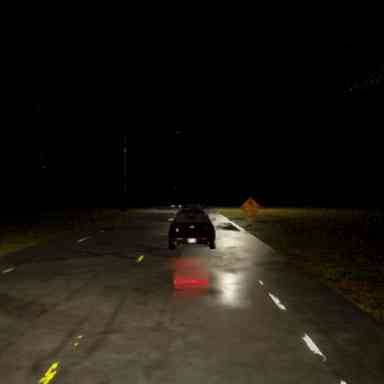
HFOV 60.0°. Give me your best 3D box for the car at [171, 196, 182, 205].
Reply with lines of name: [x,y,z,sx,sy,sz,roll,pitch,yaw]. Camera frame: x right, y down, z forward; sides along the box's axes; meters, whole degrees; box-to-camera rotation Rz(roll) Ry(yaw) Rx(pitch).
car: [-3.500,2.023,76.725,2.150,2.045,5.566,0,-1,0]

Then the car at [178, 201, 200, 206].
car: [0.000,1.777,29.685,1.895,1.301,4.718,0,0,0]

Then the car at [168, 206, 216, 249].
car: [0.000,1.555,14.656,1.837,1.490,4.892,0,0,0]

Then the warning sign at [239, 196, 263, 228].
warning sign: [3.555,1.197,20.198,1.300,1.860,1.060,0,0,0]
